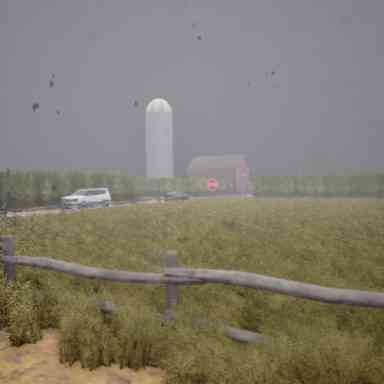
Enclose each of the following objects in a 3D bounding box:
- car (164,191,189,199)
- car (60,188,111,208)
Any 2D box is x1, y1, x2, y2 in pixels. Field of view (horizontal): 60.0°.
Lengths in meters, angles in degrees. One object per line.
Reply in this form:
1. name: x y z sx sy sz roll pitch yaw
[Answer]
1. car: -1.818 0.633 43.414 1.837 1.490 4.892 0 2 27
2. car: -10.510 0.689 33.232 2.150 2.045 5.566 0 2 26
